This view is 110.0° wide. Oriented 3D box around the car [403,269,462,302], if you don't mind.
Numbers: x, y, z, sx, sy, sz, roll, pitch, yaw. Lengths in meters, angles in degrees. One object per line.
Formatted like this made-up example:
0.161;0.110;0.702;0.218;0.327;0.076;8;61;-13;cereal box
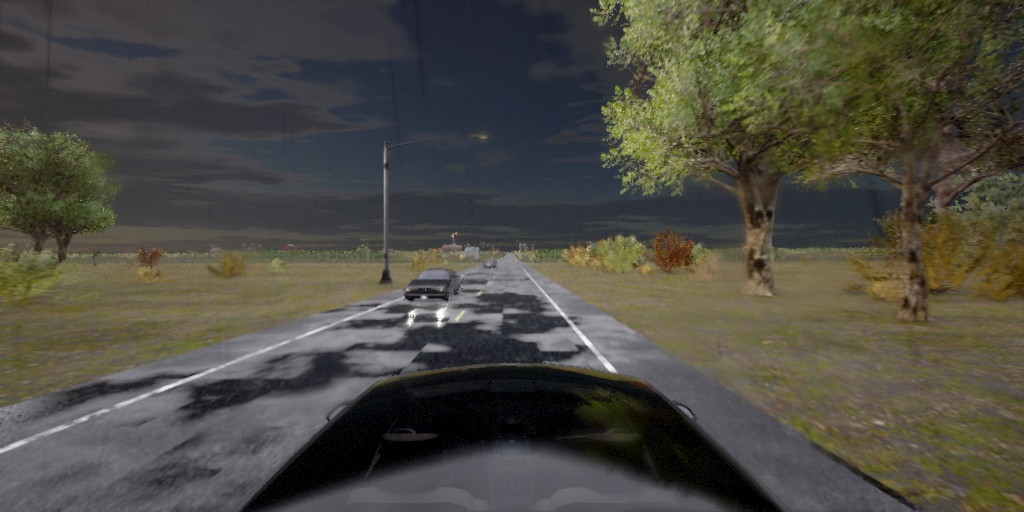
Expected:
-3.592;1.313;17.296;2.033;1.411;5.357;0;0;0;car

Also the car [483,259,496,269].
-3.527;1.258;57.280;2.128;1.511;4.902;0;0;1;car
